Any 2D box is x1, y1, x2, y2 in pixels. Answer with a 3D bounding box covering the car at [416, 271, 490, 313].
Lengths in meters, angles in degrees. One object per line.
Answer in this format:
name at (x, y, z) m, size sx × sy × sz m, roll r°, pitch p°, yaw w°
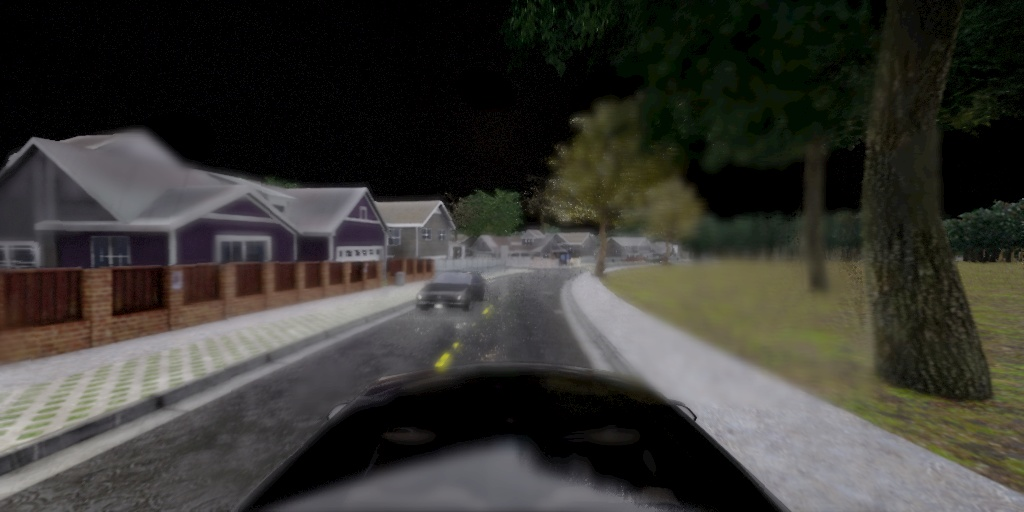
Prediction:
car at (-2.116, 1.320, 14.531) m, size 2.033 × 1.411 × 5.357 m, roll 0°, pitch 0°, yaw 6°
